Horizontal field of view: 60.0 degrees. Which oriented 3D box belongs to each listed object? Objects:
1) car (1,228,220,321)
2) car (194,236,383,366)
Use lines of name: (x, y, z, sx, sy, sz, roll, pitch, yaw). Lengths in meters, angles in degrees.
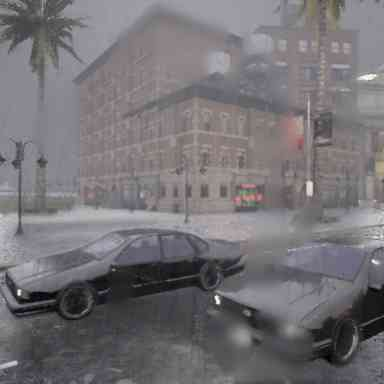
car: (-1.152, 1.554, 7.460, 5.357, 1.411, 2.033, 0, 0, -35)
car: (2.855, 1.563, 6.004, 5.357, 1.411, 2.033, 0, 0, -35)
